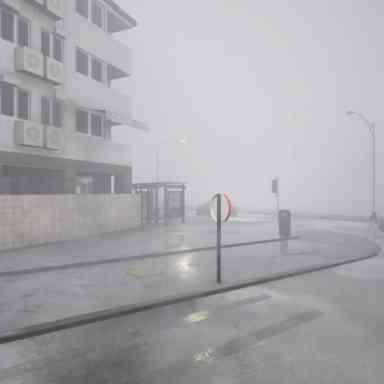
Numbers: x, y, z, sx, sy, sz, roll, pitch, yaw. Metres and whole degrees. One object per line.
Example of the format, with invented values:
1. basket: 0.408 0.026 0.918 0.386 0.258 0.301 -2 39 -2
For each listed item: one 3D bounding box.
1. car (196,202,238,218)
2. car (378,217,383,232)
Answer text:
1. car: 2.156 1.564 29.557 1.994 1.385 4.181 0 0 -35
2. car: 10.489 1.547 14.489 2.033 1.411 5.357 0 0 -4
